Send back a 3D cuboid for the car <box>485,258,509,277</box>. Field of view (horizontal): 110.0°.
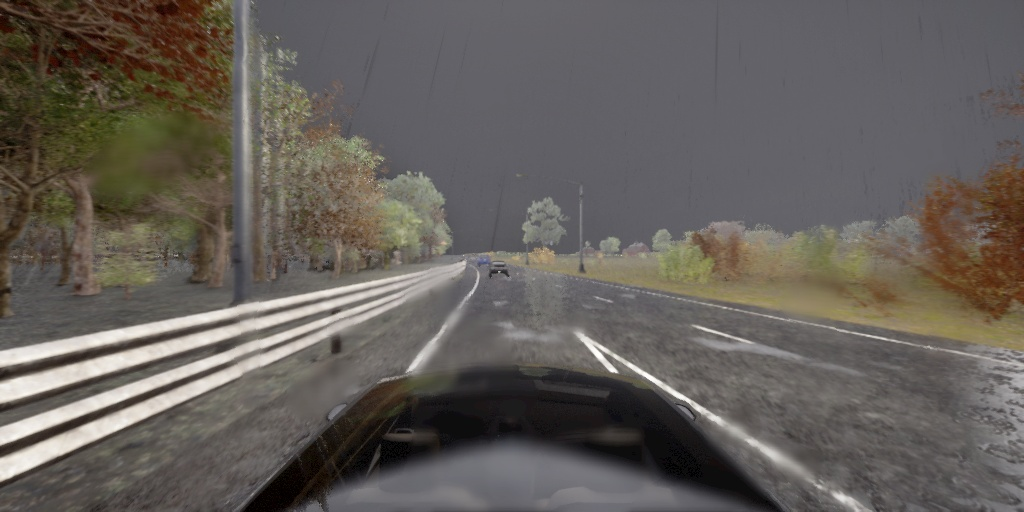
[{"bbox_3d":[-1.369,1.194,34.721,1.837,1.490,4.892,0,0,-5],"label":"car"}]

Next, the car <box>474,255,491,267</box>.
[{"bbox_3d":[-4.994,0.811,63.059,2.150,2.045,5.566,0,0,-9],"label":"car"}]
